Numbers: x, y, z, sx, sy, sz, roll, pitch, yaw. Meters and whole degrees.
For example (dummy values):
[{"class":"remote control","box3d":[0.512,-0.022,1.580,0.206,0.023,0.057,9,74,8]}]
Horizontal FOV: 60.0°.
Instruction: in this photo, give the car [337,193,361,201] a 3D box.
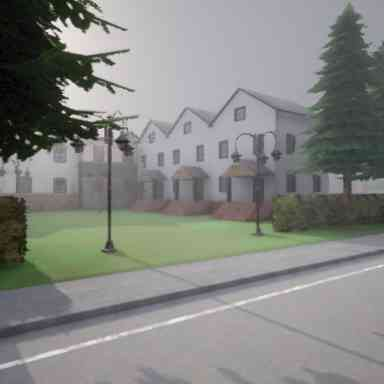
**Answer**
[{"class":"car","box3d":[36.826,1.107,78.121,1.932,1.855,4.605,0,0,-36]}]
